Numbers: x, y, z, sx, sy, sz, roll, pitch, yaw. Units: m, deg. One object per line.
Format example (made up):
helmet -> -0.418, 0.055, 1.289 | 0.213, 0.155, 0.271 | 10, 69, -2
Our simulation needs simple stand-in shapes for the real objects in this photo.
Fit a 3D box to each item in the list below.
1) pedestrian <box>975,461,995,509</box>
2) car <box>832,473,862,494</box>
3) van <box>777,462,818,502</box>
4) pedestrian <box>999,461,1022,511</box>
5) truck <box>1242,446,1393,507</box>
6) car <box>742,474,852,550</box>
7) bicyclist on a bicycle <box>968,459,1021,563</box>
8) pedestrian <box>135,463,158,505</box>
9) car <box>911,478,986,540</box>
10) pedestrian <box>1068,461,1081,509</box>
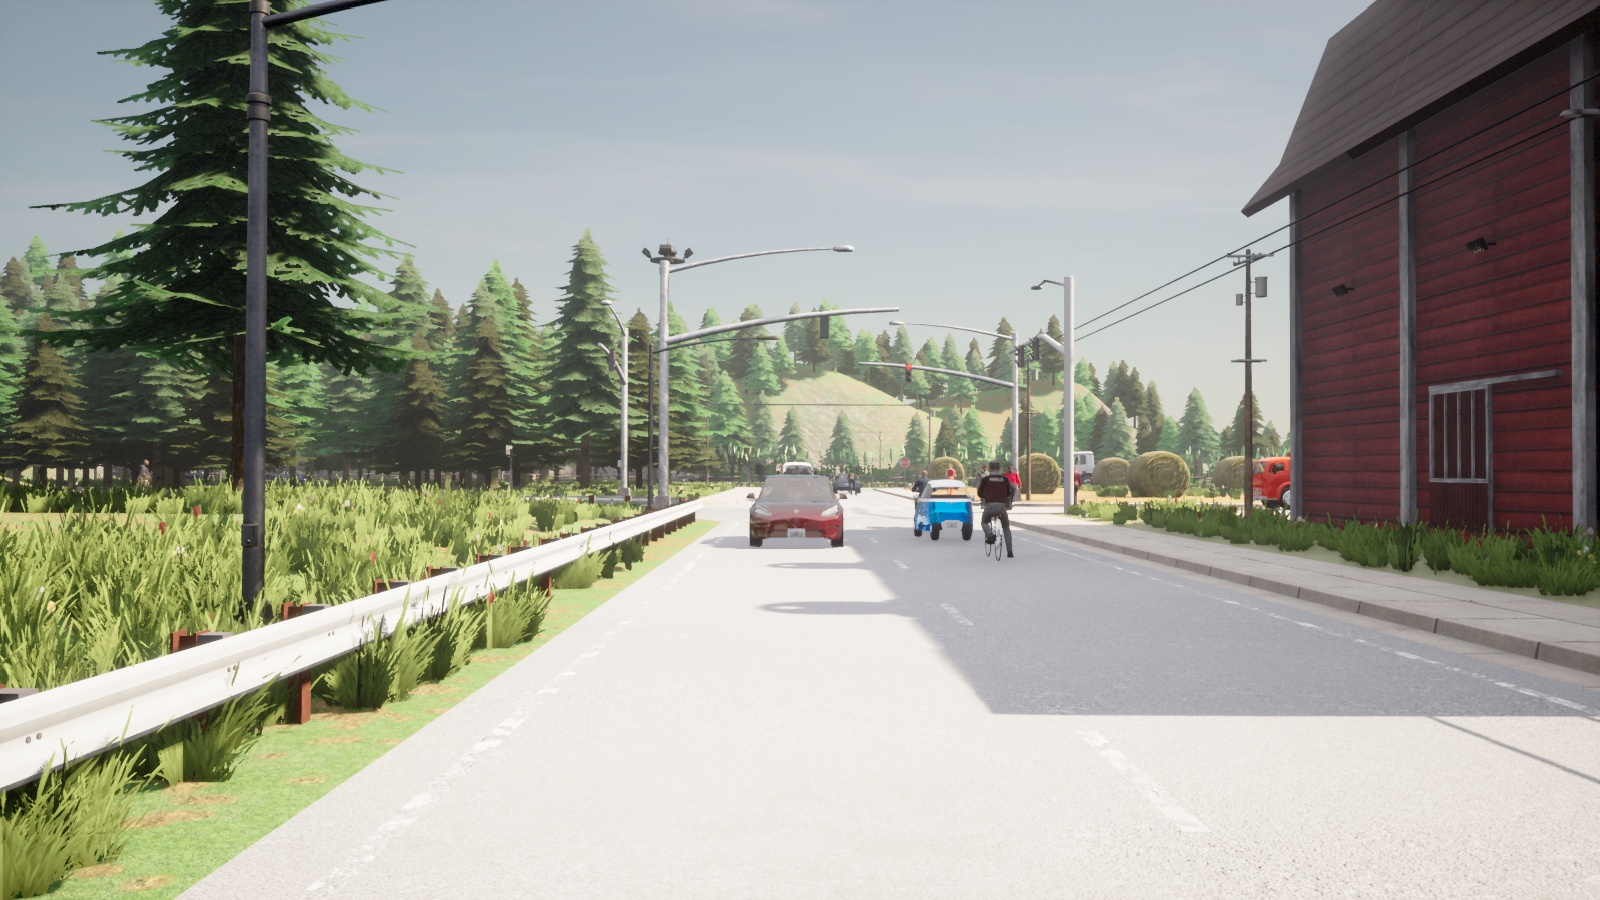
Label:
pedestrian -> 7.534, 1.417, 51.150 | 0.659, 1.952, 0.873 | 0, -1, -4
car -> 3.304, 2.360, 89.247 | 1.994, 1.385, 4.181 | 0, -1, 0
van -> -0.147, 1.652, 66.455 | 2.069, 2.038, 4.480 | 0, -1, 0
pedestrian -> 7.842, 1.343, 46.860 | 0.634, 1.844, 0.899 | 0, -1, -4
truck -> 21.534, 1.089, 52.427 | 5.204, 2.467, 2.627 | 0, -1, -1
car -> -0.054, 1.270, 27.178 | 2.163, 1.488, 4.792 | 0, -1, 0
bicyclist on a bicycle -> 3.450, 1.047, 22.406 | 0.659, 1.776, 1.843 | 0, -1, 0
pedestrian -> -28.776, 1.491, 55.283 | 0.694, 1.848, 0.540 | 0, -1, 1
car -> 3.436, 1.348, 29.386 | 1.481, 1.376, 2.207 | 0, -1, 0
pedestrian -> 10.703, 1.368, 48.985 | 0.331, 1.846, 0.636 | 0, -1, -4
